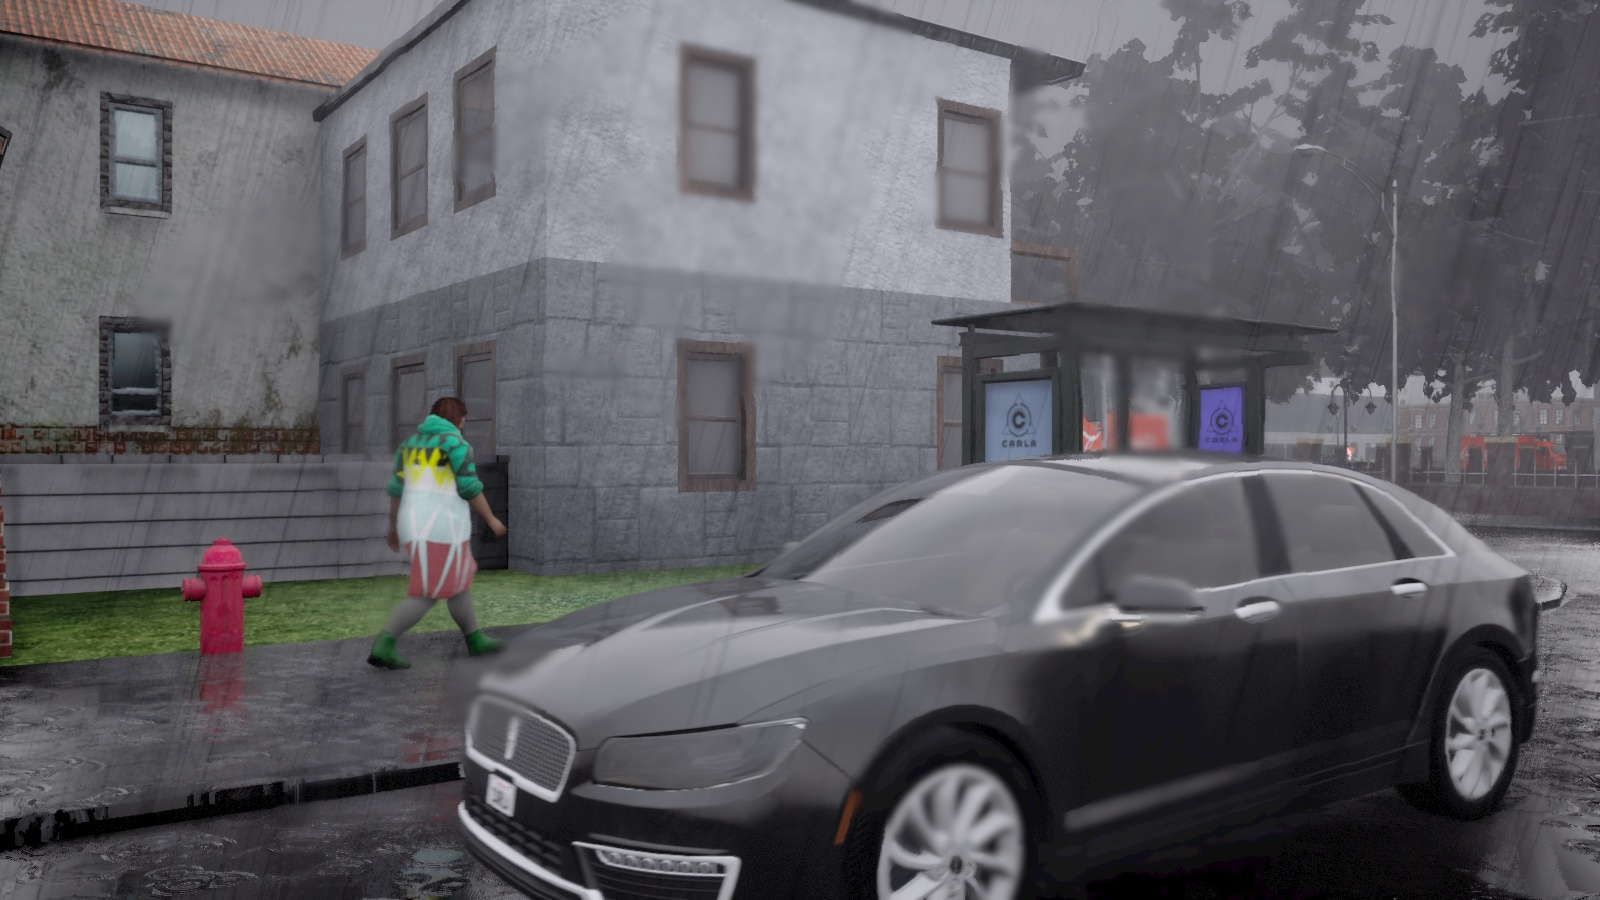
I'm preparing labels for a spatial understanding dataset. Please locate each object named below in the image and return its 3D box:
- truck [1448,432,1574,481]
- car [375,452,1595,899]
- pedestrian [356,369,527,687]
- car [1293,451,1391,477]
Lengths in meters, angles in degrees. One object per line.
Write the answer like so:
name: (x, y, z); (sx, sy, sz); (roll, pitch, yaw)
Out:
truck: (37.659, 0.341, 66.607); (2.627, 2.467, 5.204); (0, 0, -35)
car: (1.053, 0.760, 5.014); (4.892, 1.490, 1.837); (0, 0, -35)
pedestrian: (-2.354, 0.480, 8.262); (0.873, 1.952, 0.659); (0, 0, -44)
car: (32.083, 0.815, 74.473); (2.128, 1.511, 4.902); (0, 0, -35)
